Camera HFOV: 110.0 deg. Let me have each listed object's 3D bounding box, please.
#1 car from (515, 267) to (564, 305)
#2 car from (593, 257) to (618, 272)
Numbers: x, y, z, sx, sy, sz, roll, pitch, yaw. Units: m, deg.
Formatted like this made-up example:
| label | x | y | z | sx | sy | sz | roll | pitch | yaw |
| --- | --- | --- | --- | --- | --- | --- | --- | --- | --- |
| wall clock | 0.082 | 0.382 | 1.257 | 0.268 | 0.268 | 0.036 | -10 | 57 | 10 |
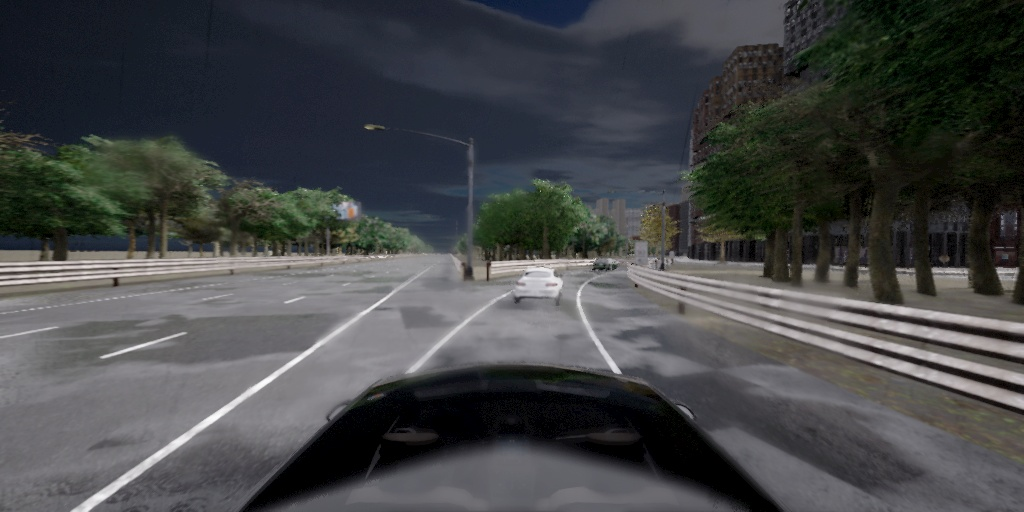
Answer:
| label | x | y | z | sx | sy | sz | roll | pitch | yaw |
| --- | --- | --- | --- | --- | --- | --- | --- | --- | --- |
| car | 1.259 | 1.216 | 15.725 | 1.812 | 1.442 | 4.674 | 1 | 0 | 10 |
| car | 11.555 | 0.972 | 44.134 | 2.097 | 1.767 | 4.553 | 1 | 1 | 31 |
